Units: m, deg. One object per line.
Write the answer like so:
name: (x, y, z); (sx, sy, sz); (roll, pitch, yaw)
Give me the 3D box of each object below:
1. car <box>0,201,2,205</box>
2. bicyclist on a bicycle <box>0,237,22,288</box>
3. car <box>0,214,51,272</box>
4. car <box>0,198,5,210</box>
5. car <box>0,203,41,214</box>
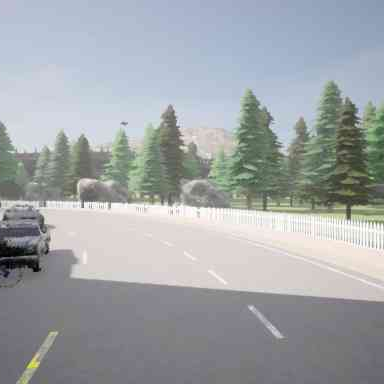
car: (-24.075, 1.547, 37.019); (5.357, 1.411, 2.033); (0, 0, 26)
bicyclist on a bicycle: (-4.809, 1.453, 7.643); (1.656, 1.620, 0.582); (0, 0, -14)
car: (-5.625, 1.601, 10.548); (1.895, 1.301, 4.718); (0, 0, -19)
car: (-25.981, 1.478, 41.374); (5.008, 1.535, 1.882); (0, 0, 21)
car: (-10.813, 1.564, 21.387); (1.994, 1.385, 4.181); (0, 0, -34)
